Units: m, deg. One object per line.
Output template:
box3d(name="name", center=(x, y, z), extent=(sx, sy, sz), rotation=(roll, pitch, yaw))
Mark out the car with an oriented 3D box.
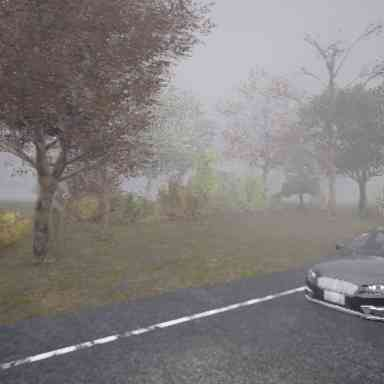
box3d(name="car", center=(4.425, 1.547, 7.072), extent=(4.902, 1.511, 2.128), rotation=(1, 0, -35))
